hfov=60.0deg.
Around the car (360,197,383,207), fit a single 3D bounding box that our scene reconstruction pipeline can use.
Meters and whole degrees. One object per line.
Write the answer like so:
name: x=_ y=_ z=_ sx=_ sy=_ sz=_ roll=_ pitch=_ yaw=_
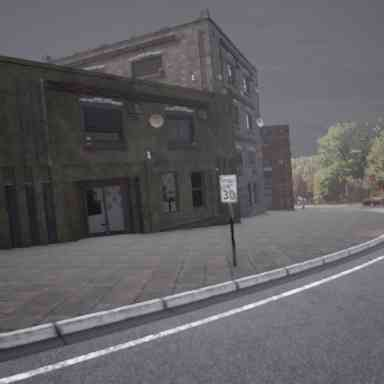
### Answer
car: x=28.695 y=1.571 z=52.811 sx=1.882 sy=1.535 sz=5.008 roll=-5 pitch=-2 yaw=-1
